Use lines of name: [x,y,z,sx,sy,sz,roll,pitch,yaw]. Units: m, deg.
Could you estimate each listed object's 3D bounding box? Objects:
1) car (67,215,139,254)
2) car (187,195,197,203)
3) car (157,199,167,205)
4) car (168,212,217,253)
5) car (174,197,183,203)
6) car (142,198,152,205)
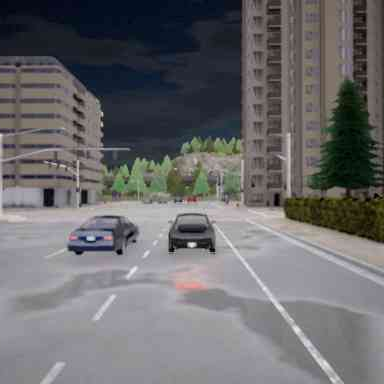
car: [-3.498,1.680,13.995,2.033,1.411,5.357,0,-1,0]
car: [0.009,1.870,85.754,2.150,2.045,5.566,0,-1,0]
car: [-6.992,2.290,78.436,1.994,1.385,4.181,0,-1,0]
car: [0.005,1.643,14.317,1.837,1.490,4.892,0,0,0]
car: [-3.491,2.000,85.693,2.097,1.767,4.553,0,-1,0]
car: [-10.492,2.263,78.437,2.128,1.511,4.902,0,-1,0]
